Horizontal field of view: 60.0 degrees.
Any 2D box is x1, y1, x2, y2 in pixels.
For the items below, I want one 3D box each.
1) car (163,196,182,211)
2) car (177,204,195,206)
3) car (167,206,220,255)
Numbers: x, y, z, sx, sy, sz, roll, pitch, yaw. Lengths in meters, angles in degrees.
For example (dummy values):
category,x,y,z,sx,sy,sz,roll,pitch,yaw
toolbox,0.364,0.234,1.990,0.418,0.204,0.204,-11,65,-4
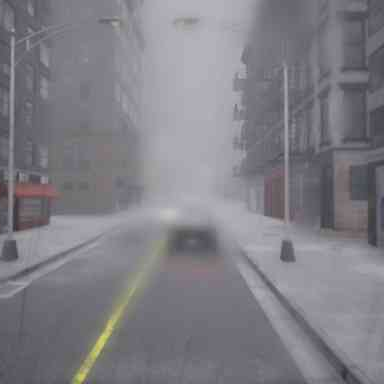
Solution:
category,x,y,z,sx,sy,sz,roll,pitch,yaw
car,-2.780,1.671,44.340,2.128,1.511,4.902,0,0,1
car,0.046,1.730,26.876,1.895,1.301,4.718,0,0,1
car,0.057,1.551,13.653,1.882,1.535,5.008,0,0,1
